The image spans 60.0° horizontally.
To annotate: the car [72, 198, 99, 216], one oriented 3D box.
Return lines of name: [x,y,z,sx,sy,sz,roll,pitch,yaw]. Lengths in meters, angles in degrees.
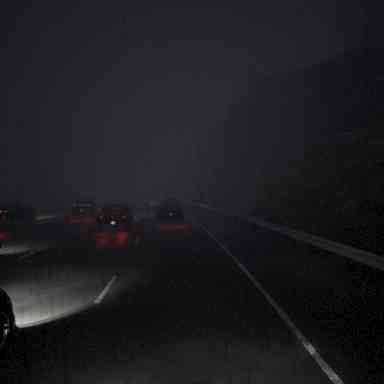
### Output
car: [-9.647,1.296,30.284,2.128,1.511,4.902,0,0,-9]

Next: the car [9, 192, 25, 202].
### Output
car: [-33.756,0.957,64.276,2.097,1.767,4.553,0,0,-21]

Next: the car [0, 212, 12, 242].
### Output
car: [-7.228,1.495,8.859,2.033,1.411,5.357,0,0,-3]

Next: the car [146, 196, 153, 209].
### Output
car: [-4.632,1.251,41.003,1.812,1.442,4.674,0,1,-12]

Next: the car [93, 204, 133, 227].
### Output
car: [-4.803,1.460,21.300,1.895,1.301,4.718,0,0,-7]

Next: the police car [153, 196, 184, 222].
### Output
police car: [-1.709,1.259,24.578,1.930,1.638,5.238,0,1,-7]

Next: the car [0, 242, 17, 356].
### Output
car: [-3.544,1.546,3.177,1.994,1.385,4.181,0,0,-1]

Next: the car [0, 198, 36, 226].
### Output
car: [-11.966,1.355,22.025,2.128,1.511,4.902,0,0,-7]
